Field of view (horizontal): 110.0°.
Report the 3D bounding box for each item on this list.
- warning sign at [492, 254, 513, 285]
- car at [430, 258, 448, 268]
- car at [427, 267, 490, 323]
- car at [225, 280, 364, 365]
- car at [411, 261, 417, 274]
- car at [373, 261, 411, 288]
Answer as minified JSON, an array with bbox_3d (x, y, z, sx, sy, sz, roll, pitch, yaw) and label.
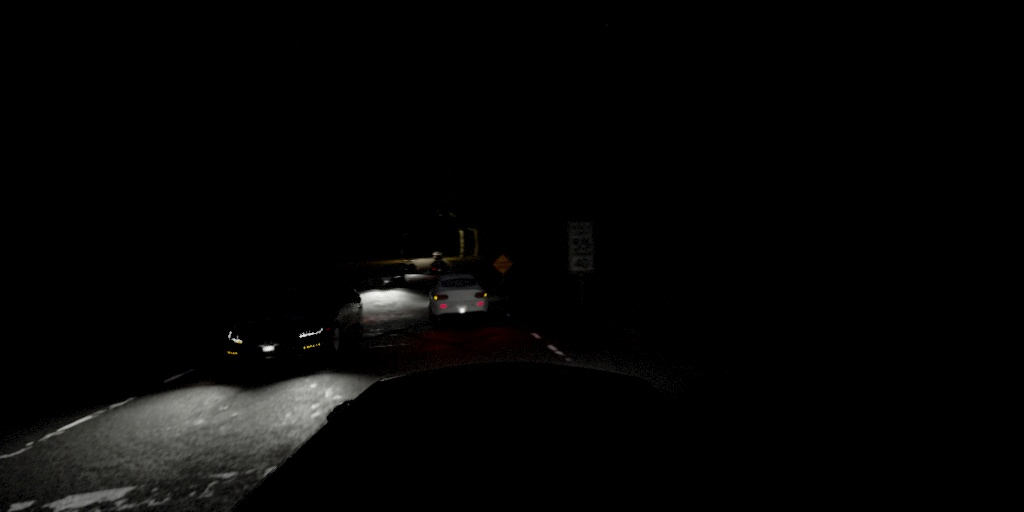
[{"bbox_3d":[-0.542,0.781,22.080,1.300,1.860,1.060,0,0,-13],"label":"warning sign"},{"bbox_3d":[-8.118,1.249,39.846,1.812,1.442,4.674,-2,1,-12],"label":"car"},{"bbox_3d":[-1.925,1.299,12.438,1.812,1.442,4.674,-2,0,-13],"label":"car"},{"bbox_3d":[-4.904,1.391,8.757,1.837,1.490,4.892,-2,1,-13],"label":"car"},{"bbox_3d":[-12.316,1.299,42.315,1.994,1.385,4.181,-2,1,-13],"label":"car"},{"bbox_3d":[-8.651,1.381,25.532,2.128,1.511,4.902,-2,1,-13],"label":"car"}]
